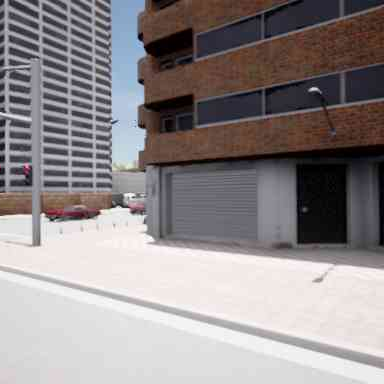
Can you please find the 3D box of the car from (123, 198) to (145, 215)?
[{"bbox_3d":[-5.046,1.787,38.110,1.882,1.535,5.008,-1,0,35],"label":"car"}]

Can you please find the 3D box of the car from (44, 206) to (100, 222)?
[{"bbox_3d":[-10.766,1.910,30.010,1.895,1.301,4.718,-1,0,35],"label":"car"}]
